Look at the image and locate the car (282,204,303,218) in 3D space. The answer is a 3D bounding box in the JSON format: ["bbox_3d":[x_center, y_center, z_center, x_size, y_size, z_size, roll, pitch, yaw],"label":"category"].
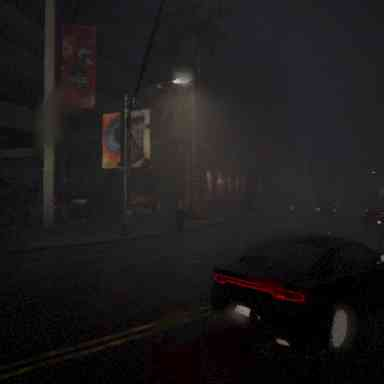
[{"bbox_3d":[11.419,2.069,37.421,2.033,1.411,5.357,0,-1,23],"label":"car"}]

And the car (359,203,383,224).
[{"bbox_3d":[14.002,1.881,25.335,1.837,1.490,4.892,0,-1,24],"label":"car"}]

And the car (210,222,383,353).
[{"bbox_3d":[2.510,1.571,6.462,5.008,1.535,1.882,1,-1,-44],"label":"car"}]

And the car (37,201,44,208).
[{"bbox_3d":[-25.105,2.049,53.028,1.895,1.301,4.718,0,-1,23],"label":"car"}]

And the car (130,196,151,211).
[{"bbox_3d":[-7.782,1.595,46.485,2.435,2.045,5.566,0,-1,23],"label":"car"}]

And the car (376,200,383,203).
[{"bbox_3d":[38.828,2.348,66.645,2.185,1.767,4.553,0,-1,23],"label":"car"}]

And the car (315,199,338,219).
[{"bbox_3d":[14.042,1.847,34.648,2.097,1.767,4.553,0,-1,23],"label":"car"}]

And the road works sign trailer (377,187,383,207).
[{"bbox_3d":[25.467,1.112,43.312,2.380,3.560,2.880,0,-1,23],"label":"road works sign trailer"}]

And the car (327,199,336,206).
[{"bbox_3d":[30.511,2.182,72.880,1.812,1.442,4.674,0,-1,23],"label":"car"}]
